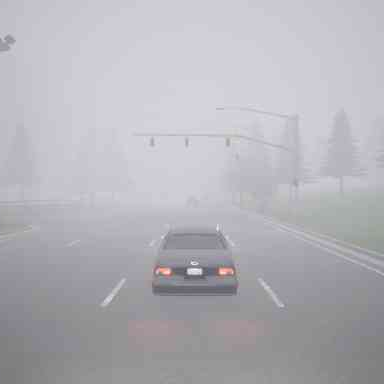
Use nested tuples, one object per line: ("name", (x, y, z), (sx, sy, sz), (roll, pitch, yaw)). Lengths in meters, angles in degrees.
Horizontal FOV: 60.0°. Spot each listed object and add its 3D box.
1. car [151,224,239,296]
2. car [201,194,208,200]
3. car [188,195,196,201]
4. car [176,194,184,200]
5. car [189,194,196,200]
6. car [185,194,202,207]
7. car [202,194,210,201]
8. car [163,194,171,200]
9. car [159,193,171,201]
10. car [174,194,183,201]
("car", (0.070, 1.547, 8.790), (2.033, 1.411, 5.357), (0, 0, 0))
("car", (3.545, 1.310, 93.890), (1.882, 1.535, 5.008), (0, 0, 0))
("car", (0.040, 1.531, 83.472), (2.033, 1.411, 5.357), (0, 0, 0))
("car", (-3.455, 1.358, 93.893), (2.128, 1.511, 4.902), (0, 0, 0))
("car", (0.045, 1.310, 93.892), (1.882, 1.535, 5.008), (0, 0, 0))
("car", (0.023, 1.352, 52.829), (2.097, 1.767, 4.553), (0, 0, 0))
("car", (3.540, 1.492, 83.470), (1.837, 1.490, 4.892), (0, 0, 0))
("car", (-6.955, 1.385, 93.895), (1.994, 1.385, 4.181), (0, 0, 0))
("car", (-6.960, 1.217, 83.505), (2.150, 2.045, 5.566), (0, 0, 0))
("car", (-3.460, 1.517, 83.890), (1.812, 1.442, 4.674), (0, 0, 0))
